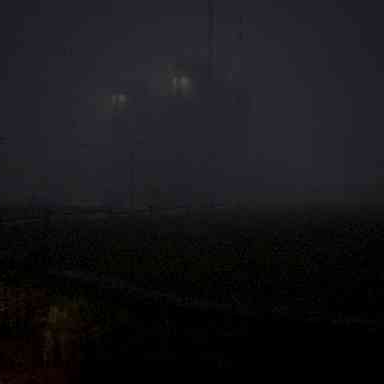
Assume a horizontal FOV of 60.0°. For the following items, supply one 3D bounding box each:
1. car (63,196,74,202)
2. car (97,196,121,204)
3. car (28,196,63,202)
[{"bbox_3d":[-24.867,1.480,64.673,4.902,1.511,2.128,0,0,38],"label":"car"},{"bbox_3d":[-14.230,1.446,56.488,5.008,1.535,1.882,0,0,38],"label":"car"},{"bbox_3d":[-24.365,1.443,54.495,2.242,1.667,4.611,0,0,38],"label":"car"}]
